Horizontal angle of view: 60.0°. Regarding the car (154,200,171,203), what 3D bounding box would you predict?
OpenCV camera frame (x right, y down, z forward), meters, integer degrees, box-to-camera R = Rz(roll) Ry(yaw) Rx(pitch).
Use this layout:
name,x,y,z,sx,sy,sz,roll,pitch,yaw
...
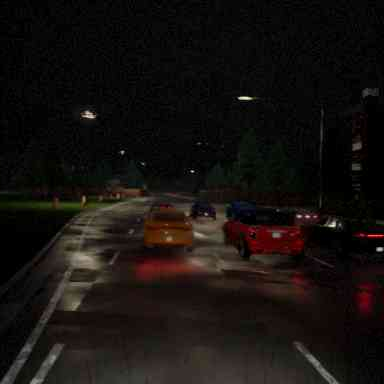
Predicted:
name,x,y,z,sx,sy,sz,roll,pitch,yaw
car,-2.487,1.423,27.712,2.128,1.511,4.902,2,0,-5

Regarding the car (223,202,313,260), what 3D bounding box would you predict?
name,x,y,z,sx,sy,sz,roll,pitch,yaw
car,2.584,1.441,13.073,2.097,1.767,4.553,2,0,-5

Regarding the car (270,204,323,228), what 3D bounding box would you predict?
name,x,y,z,sx,sy,sz,roll,pitch,yaw
car,8.153,1.826,26.643,2.033,1.411,5.357,2,0,-6

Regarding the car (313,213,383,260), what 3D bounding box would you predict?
name,x,y,z,sx,sy,sz,roll,pitch,yaw
car,6.049,1.695,13.524,2.128,1.511,4.902,2,0,-5

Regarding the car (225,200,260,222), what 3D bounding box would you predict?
name,x,y,z,sx,sy,sz,roll,pitch,yaw
car,4.356,1.633,29.629,1.882,1.535,5.008,2,0,-6

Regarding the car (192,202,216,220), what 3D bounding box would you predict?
name,x,y,z,sx,sy,sz,roll,pitch,yaw
car,0.925,1.568,28.758,1.812,1.442,4.674,2,0,-6

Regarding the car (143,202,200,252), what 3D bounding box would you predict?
name,x,y,z,sx,sy,sz,roll,pitch,yaw
car,-1.022,1.450,13.945,1.882,1.535,5.008,2,0,-6
